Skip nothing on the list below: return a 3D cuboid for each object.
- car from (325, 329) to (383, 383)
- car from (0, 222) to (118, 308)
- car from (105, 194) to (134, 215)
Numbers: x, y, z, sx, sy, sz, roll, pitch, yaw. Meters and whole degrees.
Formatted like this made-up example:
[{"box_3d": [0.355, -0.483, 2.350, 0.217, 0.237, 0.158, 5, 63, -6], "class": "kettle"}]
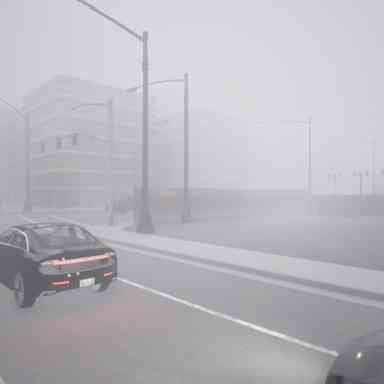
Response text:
[{"box_3d": [3.202, 1.505, 1.581, 4.892, 1.490, 1.837, 0, 0, 38], "class": "car"}, {"box_3d": [-3.644, 1.492, 8.035, 2.128, 1.511, 4.902, 0, 0, -43], "class": "car"}, {"box_3d": [-6.298, 1.221, 34.992, 5.566, 2.045, 2.150, 0, 0, -44], "class": "car"}]
